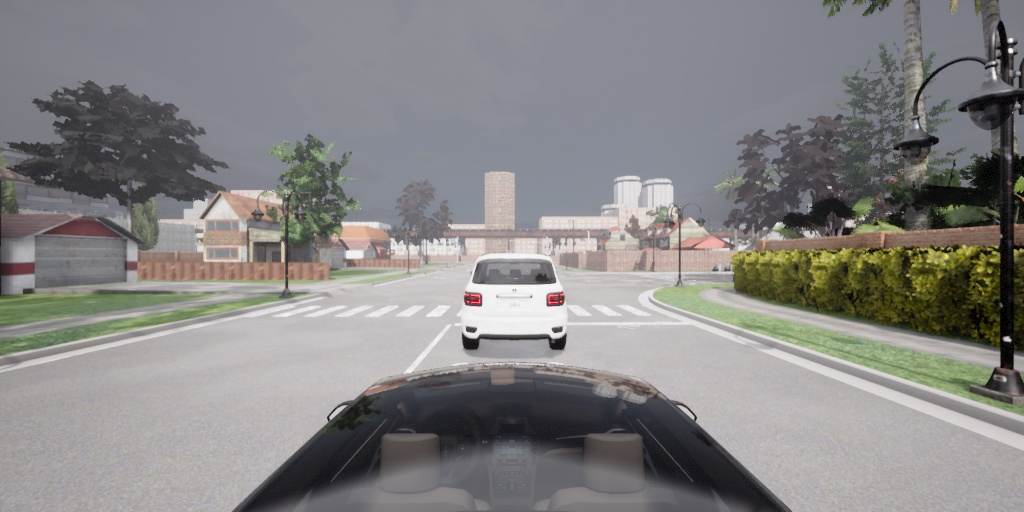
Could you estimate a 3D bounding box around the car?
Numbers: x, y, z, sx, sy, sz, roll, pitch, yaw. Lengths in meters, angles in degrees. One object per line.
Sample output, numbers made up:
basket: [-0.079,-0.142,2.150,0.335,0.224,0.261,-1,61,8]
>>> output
car: [0.052,0.970,9.235,2.150,2.045,5.566,0,0,0]
